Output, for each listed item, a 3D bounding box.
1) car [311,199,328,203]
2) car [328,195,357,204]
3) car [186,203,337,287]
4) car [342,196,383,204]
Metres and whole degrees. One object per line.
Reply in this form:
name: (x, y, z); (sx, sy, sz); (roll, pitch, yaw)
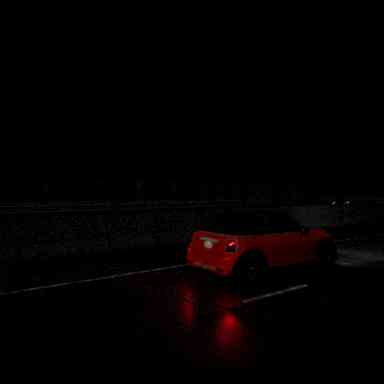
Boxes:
car: (16.163, 1.530, 41.201); (4.718, 1.301, 1.895); (0, 0, -36)
car: (18.244, 1.275, 38.386); (4.553, 1.767, 2.097); (0, 0, -36)
car: (2.135, 1.336, 9.570); (4.553, 1.767, 2.097); (0, 0, -36)
car: (17.865, 1.415, 33.856); (4.902, 1.511, 2.128); (0, 0, -35)
